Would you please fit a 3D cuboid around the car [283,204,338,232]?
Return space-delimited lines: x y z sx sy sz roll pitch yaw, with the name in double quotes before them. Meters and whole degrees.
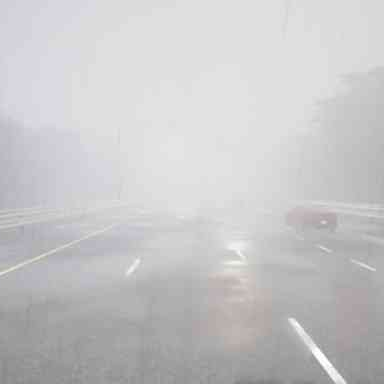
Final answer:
"car" 6.994 1.485 20.143 1.882 1.535 5.008 0 0 0

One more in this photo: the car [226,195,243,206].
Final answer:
"car" 6.984 1.504 52.777 1.812 1.442 4.674 0 0 0

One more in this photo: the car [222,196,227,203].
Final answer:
"car" 7.268 1.487 68.518 1.812 1.442 4.674 0 0 4

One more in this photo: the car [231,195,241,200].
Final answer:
"car" 12.308 1.469 92.812 1.812 1.442 4.674 0 0 21
